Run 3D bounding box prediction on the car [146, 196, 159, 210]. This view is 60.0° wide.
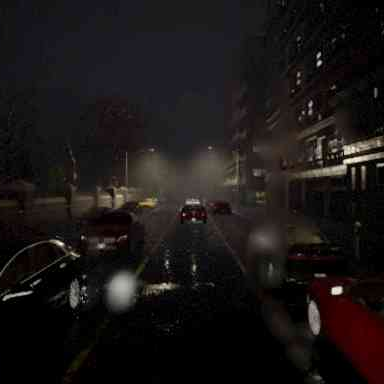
[{"bbox_3d":[-5.674,1.499,42.224,1.752,1.417,4.829,0,0,0],"label":"car"}]

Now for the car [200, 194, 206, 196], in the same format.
[{"bbox_3d":[2.711,1.410,53.461,1.967,1.590,4.097,0,0,0],"label":"car"}]

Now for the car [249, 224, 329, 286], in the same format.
[{"bbox_3d":[2.691,1.544,9.180,2.008,1.369,4.403,0,0,0],"label":"car"}]

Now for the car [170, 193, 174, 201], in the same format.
[{"bbox_3d":[-5.662,1.282,70.070,2.192,1.841,5.009,0,0,0],"label":"car"}]

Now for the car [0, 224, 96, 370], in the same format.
[{"bbox_3d":[-3.086,1.501,4.822,1.837,1.490,4.892,0,0,0],"label":"car"}]

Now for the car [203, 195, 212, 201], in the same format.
[{"bbox_3d":[2.709,1.538,47.927,1.947,1.339,4.313,0,0,0],"label":"car"}]

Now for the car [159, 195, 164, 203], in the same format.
[{"bbox_3d":[-5.671,1.523,47.930,2.008,1.369,4.403,0,0,0],"label":"car"}]

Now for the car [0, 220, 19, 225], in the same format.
[{"bbox_3d":[-5.689,1.538,9.184,1.887,1.381,4.507,0,0,0],"label":"car"}]

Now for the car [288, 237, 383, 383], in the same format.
[{"bbox_3d":[2.689,1.542,3.645,1.887,1.381,4.507,0,0,0],"label":"car"}]

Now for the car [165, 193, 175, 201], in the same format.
[{"bbox_3d":[-5.654,1.281,86.676,2.192,1.841,5.009,0,0,0],"label":"car"}]

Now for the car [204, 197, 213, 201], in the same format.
[{"bbox_3d":[2.704,1.520,36.856,1.887,1.381,4.507,0,0,0],"label":"car"}]

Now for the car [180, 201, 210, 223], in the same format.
[{"bbox_3d":[0.112,1.582,25.098,1.895,1.301,4.718,0,0,0],"label":"car"}]

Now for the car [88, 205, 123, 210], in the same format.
[{"bbox_3d":[-5.684,1.567,20.254,1.802,1.307,4.206,0,0,0],"label":"car"}]

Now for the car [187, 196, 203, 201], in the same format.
[{"bbox_3d":[0.122,1.573,45.009,1.895,1.301,4.718,0,0,0],"label":"car"}]

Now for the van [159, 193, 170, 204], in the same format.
[{"bbox_3d":[-5.664,1.309,64.534,1.690,1.788,3.998,0,0,0],"label":"van"}]

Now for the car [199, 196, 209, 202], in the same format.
[{"bbox_3d":[2.723,1.532,75.602,1.947,1.339,4.313,0,0,0],"label":"car"}]

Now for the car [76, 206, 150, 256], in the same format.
[{"bbox_3d":[-2.994,1.516,13.286,1.812,1.442,4.674,0,0,0],"label":"car"}]

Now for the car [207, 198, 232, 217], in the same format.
[{"bbox_3d":[2.702,1.523,31.321,1.887,1.381,4.507,0,0,0],"label":"car"}]

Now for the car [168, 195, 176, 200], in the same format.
[{"bbox_3d":[-5.649,1.532,92.212,1.947,1.339,4.313,0,0,0],"label":"car"}]

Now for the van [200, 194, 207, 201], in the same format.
[{"bbox_3d":[2.724,1.307,81.138,1.690,1.788,3.998,0,0,0],"label":"van"}]

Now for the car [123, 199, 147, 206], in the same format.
[{"bbox_3d":[-5.678,1.561,31.324,1.802,1.307,4.206,0,0,0],"label":"car"}]

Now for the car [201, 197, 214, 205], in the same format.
[{"bbox_3d":[2.715,1.535,58.997,1.947,1.339,4.313,0,0,0],"label":"car"}]
